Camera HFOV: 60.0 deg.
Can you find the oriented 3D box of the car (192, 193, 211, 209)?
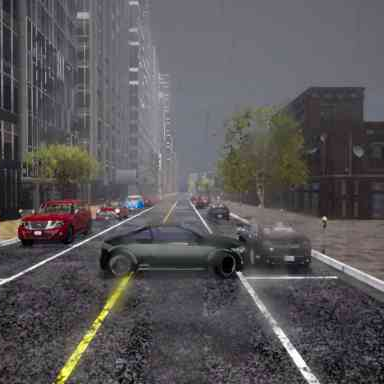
[{"bbox_3d":[1.565,1.301,44.309,2.192,1.841,5.009,-1,0,-1],"label":"car"}]

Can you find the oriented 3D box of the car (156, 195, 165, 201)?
[{"bbox_3d":[-7.806,1.497,82.663,1.752,1.417,4.829,-1,0,-1],"label":"car"}]

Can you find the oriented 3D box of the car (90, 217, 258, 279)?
[{"bbox_3d":[-0.462,1.557,9.516,4.181,1.385,1.994,0,0,-1],"label":"car"}]

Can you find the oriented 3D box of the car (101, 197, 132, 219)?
[{"bbox_3d":[-6.375,1.432,26.775,1.967,1.590,4.097,-1,0,-1],"label":"car"}]

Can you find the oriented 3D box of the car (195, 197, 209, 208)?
[{"bbox_3d":[1.421,1.509,50.011,1.752,1.417,4.829,-1,0,-1],"label":"car"}]

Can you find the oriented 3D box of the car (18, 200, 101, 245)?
[{"bbox_3d":[-6.181,1.310,15.707,2.192,1.841,5.009,-1,0,-1],"label":"car"}]

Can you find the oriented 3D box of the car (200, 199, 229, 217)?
[{"bbox_3d":[2.028,1.543,26.976,2.008,1.369,4.403,-1,0,-1],"label":"car"}]

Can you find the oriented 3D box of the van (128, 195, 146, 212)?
[{"bbox_3d":[-6.669,1.329,38.569,1.690,1.788,3.998,-1,0,-1],"label":"van"}]

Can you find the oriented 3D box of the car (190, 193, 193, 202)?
[{"bbox_3d":[0.850,1.291,71.972,2.192,1.841,5.009,-1,0,-1],"label":"car"}]

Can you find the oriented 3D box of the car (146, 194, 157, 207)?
[{"bbox_3d":[-6.955,1.299,49.635,2.192,1.841,5.009,-1,0,-1],"label":"car"}]

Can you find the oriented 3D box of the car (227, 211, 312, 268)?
[{"bbox_3d":[2.556,1.548,11.116,2.008,1.369,4.403,-1,0,-1],"label":"car"}]

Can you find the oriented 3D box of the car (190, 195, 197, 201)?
[{"bbox_3d":[0.426,1.551,88.570,1.802,1.307,4.206,-1,0,-1],"label":"car"}]

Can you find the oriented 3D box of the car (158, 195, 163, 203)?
[{"bbox_3d":[-7.381,1.522,66.234,1.887,1.381,4.507,-1,0,-1],"label":"car"}]
